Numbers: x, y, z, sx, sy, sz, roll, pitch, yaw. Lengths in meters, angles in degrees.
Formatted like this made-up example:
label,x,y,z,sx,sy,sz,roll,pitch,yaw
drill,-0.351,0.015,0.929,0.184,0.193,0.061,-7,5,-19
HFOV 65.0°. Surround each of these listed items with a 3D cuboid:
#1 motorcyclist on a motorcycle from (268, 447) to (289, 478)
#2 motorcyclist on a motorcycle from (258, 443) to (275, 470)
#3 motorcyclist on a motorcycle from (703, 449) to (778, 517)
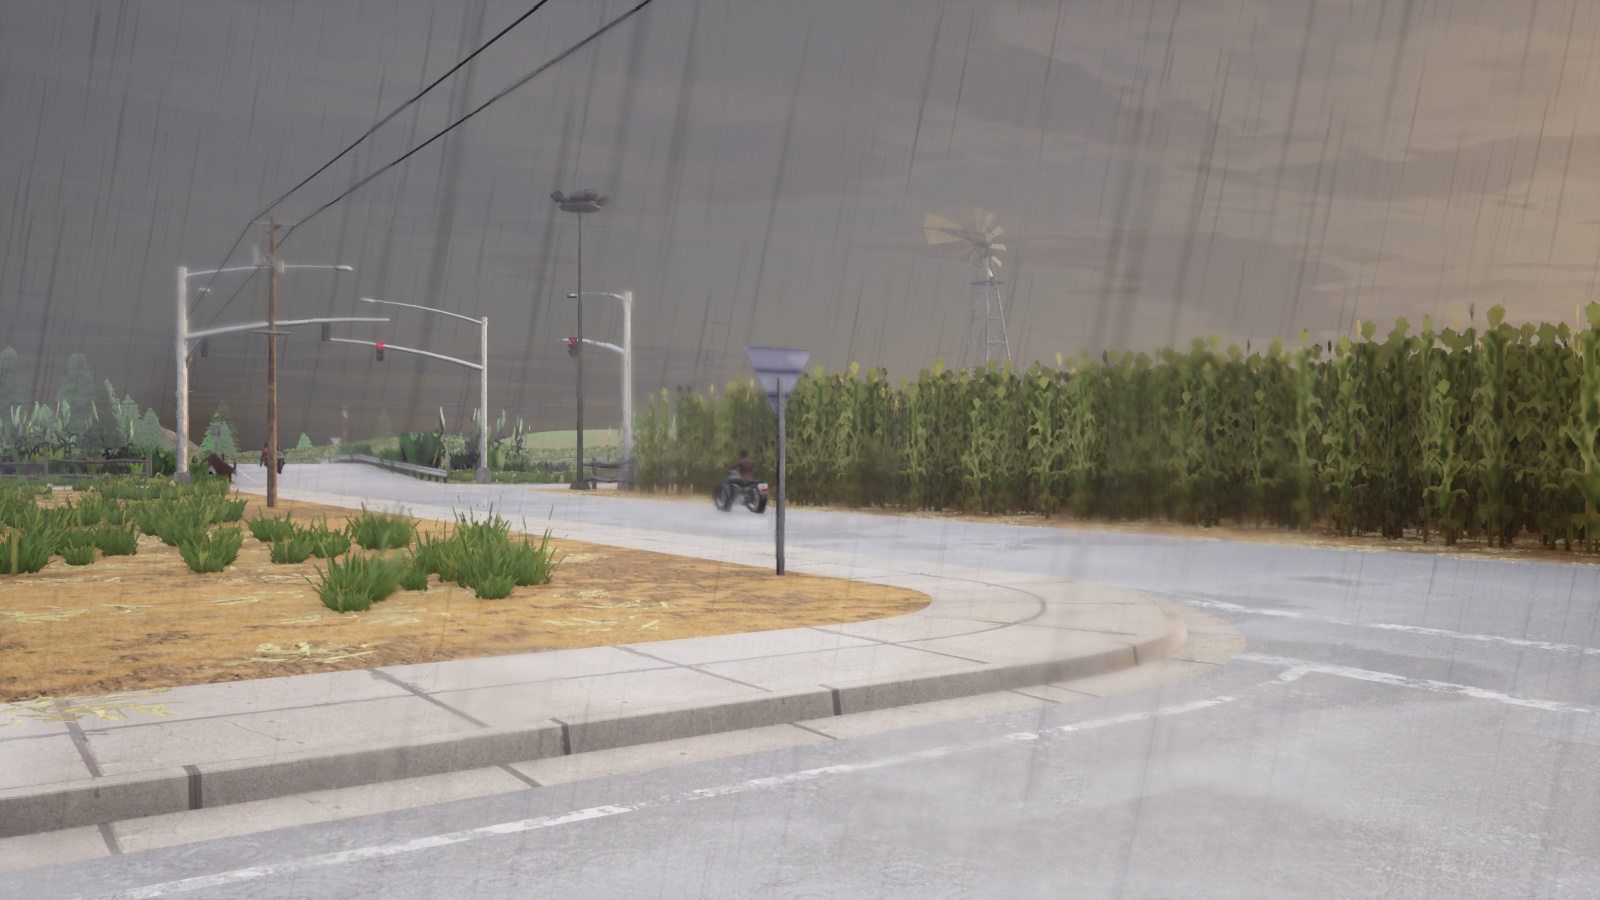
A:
label,x,y,z,sx,sy,sz,roll,pitch,yaw
motorcyclist on a motorcycle,-28.523,0.664,68.635,0.866,1.530,2.191,0,3,-28
motorcyclist on a motorcycle,-31.882,0.371,75.027,0.797,1.523,2.044,0,1,-27
motorcyclist on a motorcycle,-1.520,0.803,31.649,0.766,1.649,2.350,0,0,-34
